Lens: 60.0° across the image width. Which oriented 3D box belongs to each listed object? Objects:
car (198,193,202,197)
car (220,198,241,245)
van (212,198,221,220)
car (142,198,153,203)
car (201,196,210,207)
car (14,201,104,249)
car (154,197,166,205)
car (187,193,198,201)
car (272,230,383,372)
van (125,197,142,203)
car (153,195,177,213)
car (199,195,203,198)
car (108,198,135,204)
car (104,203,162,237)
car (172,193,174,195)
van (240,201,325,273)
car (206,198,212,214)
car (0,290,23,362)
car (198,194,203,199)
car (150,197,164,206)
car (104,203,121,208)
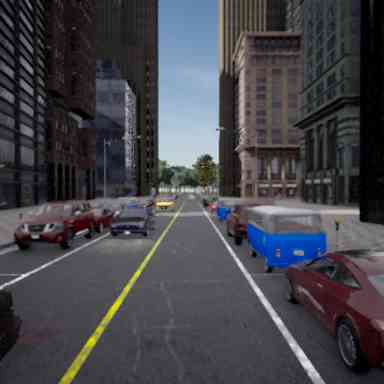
[{"bbox_3d":[2.715,1.542,71.996,1.752,1.417,4.829,-1,0,0],"label":"car"},{"bbox_3d":[2.767,1.326,15.568,2.192,1.841,5.009,-1,0,0],"label":"car"},{"bbox_3d":[2.774,1.359,25.743,1.690,1.788,3.998,-1,0,0],"label":"van"},{"bbox_3d":[-5.795,1.469,39.379,1.967,1.590,4.097,-1,0,0],"label":"car"},{"bbox_3d":[2.726,1.593,51.014,1.947,1.339,4.313,-1,0,0],"label":"car"},{"bbox_3d":[-5.783,1.330,14.769,2.192,1.841,5.009,-1,0,0],"label":"car"},{"bbox_3d":[-5.804,1.612,60.891,1.802,1.307,4.206,-1,0,0],"label":"car"},{"bbox_3d":[-0.042,1.375,78.605,1.812,1.442,4.674,0,0,0],"label":"car"},{"bbox_3d":[2.765,1.585,5.393,1.802,1.307,4.206,-1,0,0],"label":"car"},{"bbox_3d":[-5.791,1.365,29.428,1.690,1.788,3.998,-1,0,0],"label":"van"},{"bbox_3d":[-3.020,1.423,38.133,1.882,1.535,5.008,0,0,0],"label":"car"},{"bbox_3d":[2.723,1.592,56.218,1.947,1.339,4.313,-1,0,0],"label":"car"},{"bbox_3d":[-5.787,1.462,24.541,1.967,1.590,4.097,-1,0,0],"label":"car"},{"bbox_3d":[-3.076,1.564,18.484,2.033,1.411,5.357,0,0,0],"label":"car"},{"bbox_3d":[-5.813,1.581,77.026,1.947,1.339,4.313,-1,0,0],"label":"car"},{"bbox_3d":[2.764,1.348,10.481,1.690,1.788,3.998,-1,0,0],"label":"van"},{"bbox_3d":[2.735,1.604,35.406,1.802,1.307,4.206,-1,0,0],"label":"car"},{"bbox_3d":[-3.101,1.551,1.923,2.033,1.411,5.357,0,0,0],"label":"car"},{"bbox_3d":[2.721,1.576,61.420,2.008,1.369,4.403,-1,0,0],"label":"car"},{"bbox_3d":[-5.802,1.576,55.514,1.887,1.381,4.507,-1,0,0],"label":"car"},{"bbox_3d":[-5.783,1.563,19.656,1.887,1.381,4.507,-1,0,0],"label":"car"}]
